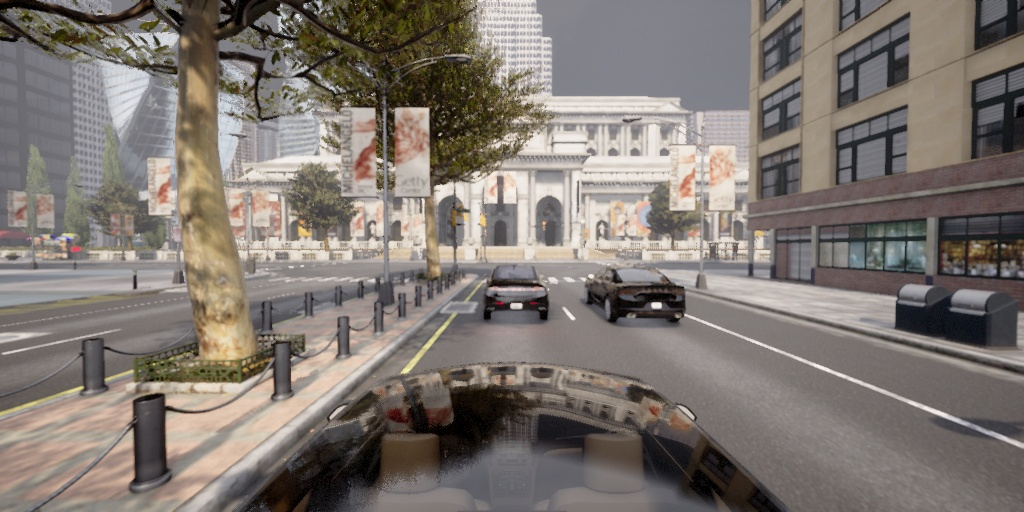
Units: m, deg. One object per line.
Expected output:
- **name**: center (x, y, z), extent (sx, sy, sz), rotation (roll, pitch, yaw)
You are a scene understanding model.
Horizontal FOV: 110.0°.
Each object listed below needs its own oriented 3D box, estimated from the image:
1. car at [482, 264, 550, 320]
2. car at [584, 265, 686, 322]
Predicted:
- **car**: center (0.077, 1.010, 11.524), extent (2.128, 1.511, 4.902), rotation (0, 1, -1)
- **car**: center (3.561, 1.004, 11.257), extent (1.882, 1.535, 5.008), rotation (0, 1, 0)
